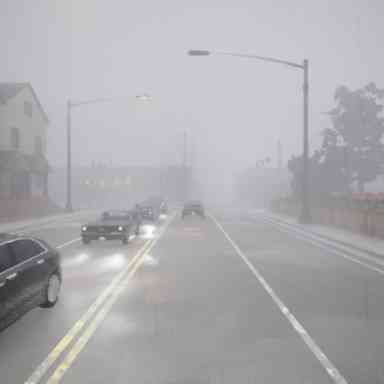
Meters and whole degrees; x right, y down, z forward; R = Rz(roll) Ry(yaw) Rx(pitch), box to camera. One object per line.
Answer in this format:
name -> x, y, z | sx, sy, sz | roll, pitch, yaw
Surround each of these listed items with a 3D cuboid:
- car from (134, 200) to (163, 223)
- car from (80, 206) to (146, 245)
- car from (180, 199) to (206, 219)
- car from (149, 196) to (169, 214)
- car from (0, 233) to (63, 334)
car -> -3.566, 1.485, 24.902 | 1.895, 1.301, 4.718 | 0, 0, 0
car -> -3.561, 1.529, 15.415 | 1.895, 1.301, 4.718 | 0, 0, 0
car -> 0.089, 1.375, 27.918 | 1.837, 1.490, 4.892 | 0, 0, 0
car -> -3.508, 1.197, 33.180 | 2.097, 1.767, 4.553 | 0, 0, 0
car -> -3.593, 1.482, 5.095 | 1.837, 1.490, 4.892 | 0, 0, 0
